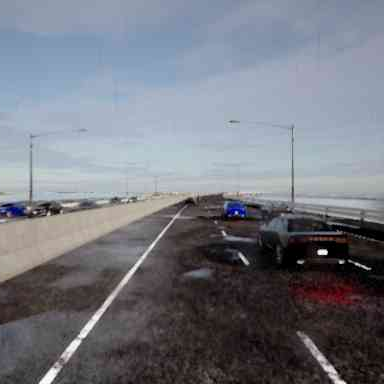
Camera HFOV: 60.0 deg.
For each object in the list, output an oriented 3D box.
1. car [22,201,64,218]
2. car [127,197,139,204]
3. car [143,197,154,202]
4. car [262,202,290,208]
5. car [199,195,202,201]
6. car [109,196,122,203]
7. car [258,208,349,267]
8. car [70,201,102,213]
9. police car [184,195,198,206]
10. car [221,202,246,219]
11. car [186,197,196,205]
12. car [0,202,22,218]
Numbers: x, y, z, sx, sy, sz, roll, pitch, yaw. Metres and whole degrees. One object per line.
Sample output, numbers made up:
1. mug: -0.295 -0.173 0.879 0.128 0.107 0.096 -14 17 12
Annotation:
1. car: -13.894 1.652 31.875 1.837 1.490 4.892 0 0 1
2. car: -13.002 1.805 73.568 1.812 1.442 4.674 0 0 1
3. car: -9.503 1.806 73.470 2.128 1.511 4.902 0 0 1
4. car: 7.268 1.629 29.047 2.128 1.511 4.902 0 0 1
5. car: 1.619 1.753 94.068 2.128 1.511 4.902 0 0 2
6. car: -16.540 1.704 72.188 1.837 1.490 4.892 0 0 1
7. car: 3.633 1.537 11.699 1.882 1.535 5.008 0 0 0
8. car: -10.381 1.629 32.908 1.882 1.535 5.008 0 0 1
9. police car: -0.390 1.683 59.548 1.930 1.638 5.238 0 0 1
10. car: 3.784 1.621 30.618 1.882 1.535 5.008 0 0 1
11. car: -0.157 1.771 69.420 1.882 1.535 5.008 0 0 1
12. car: -17.390 1.671 31.650 1.812 1.442 4.674 0 0 1
